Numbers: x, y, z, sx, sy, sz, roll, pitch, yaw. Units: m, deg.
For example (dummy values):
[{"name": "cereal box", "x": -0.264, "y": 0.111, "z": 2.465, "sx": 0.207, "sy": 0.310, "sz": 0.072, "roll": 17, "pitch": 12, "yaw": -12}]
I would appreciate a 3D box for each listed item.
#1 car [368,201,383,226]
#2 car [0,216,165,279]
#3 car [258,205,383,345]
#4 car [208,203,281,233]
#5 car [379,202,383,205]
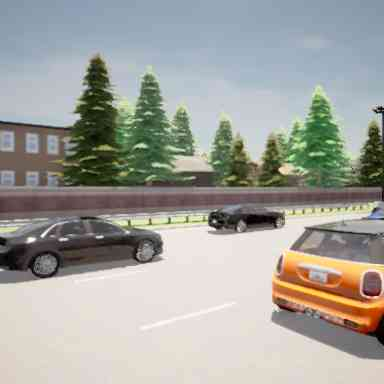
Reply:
[{"name": "car", "x": 13.984, "y": 1.341, "z": 22.326, "sx": 4.892, "sy": 1.490, "sz": 1.837, "roll": 0, "pitch": 0, "yaw": -36}, {"name": "car", "x": -3.153, "y": 1.483, "z": 10.095, "sx": 4.892, "sy": 1.490, "sz": 1.837, "roll": 0, "pitch": 0, "yaw": -36}, {"name": "car", "x": 3.675, "y": 1.308, "z": 6.370, "sx": 4.553, "sy": 1.767, "sz": 2.097, "roll": 0, "pitch": 0, "yaw": -36}, {"name": "car", "x": 3.201, "y": 1.387, "z": 18.930, "sx": 5.008, "sy": 1.535, "sz": 1.882, "roll": 0, "pitch": 0, "yaw": -36}, {"name": "car", "x": 9.522, "y": 1.368, "z": 14.842, "sx": 5.008, "sy": 1.535, "sz": 1.882, "roll": 0, "pitch": 0, "yaw": -35}]
